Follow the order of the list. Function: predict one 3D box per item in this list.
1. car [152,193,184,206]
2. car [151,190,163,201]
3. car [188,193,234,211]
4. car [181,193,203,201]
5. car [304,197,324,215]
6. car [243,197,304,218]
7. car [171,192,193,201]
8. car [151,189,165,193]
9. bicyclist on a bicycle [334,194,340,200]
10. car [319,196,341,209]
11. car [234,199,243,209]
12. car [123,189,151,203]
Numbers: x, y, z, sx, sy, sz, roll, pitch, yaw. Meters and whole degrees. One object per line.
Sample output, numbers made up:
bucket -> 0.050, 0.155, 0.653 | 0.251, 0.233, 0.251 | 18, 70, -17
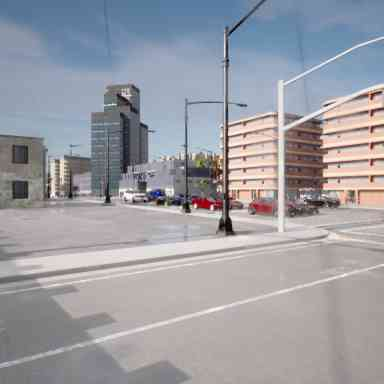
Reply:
car -> -3.156, 1.157, 44.400 | 1.994, 1.385, 4.181 | 0, 1, -34
car -> -7.294, 0.877, 56.725 | 1.837, 1.490, 4.892 | 0, 1, -34
car -> 1.968, 1.229, 36.891 | 1.882, 1.535, 5.008 | 0, 1, -34
car -> 0.023, 0.927, 64.889 | 1.895, 1.301, 4.718 | 0, 1, -34
car -> 9.496, 1.413, 32.090 | 2.033, 1.411, 5.357 | 0, 1, -35
car -> 7.115, 1.231, 29.382 | 2.097, 1.767, 4.553 | 0, 1, -34
car -> -1.907, 0.862, 61.431 | 1.837, 1.490, 4.892 | 0, 1, -34
car -> -7.565, 0.334, 69.601 | 2.150, 2.045, 5.566 | 0, 1, -34
bicyclist on a bicycle -> 19.984, 1.094, 45.971 | 1.656, 1.620, 0.582 | 0, 1, -34
car -> 16.033, 1.296, 41.474 | 2.128, 1.511, 4.902 | 0, 1, -34
car -> 4.148, 1.256, 39.910 | 1.812, 1.442, 4.674 | 0, 1, -34
car -> -9.121, 0.627, 53.177 | 2.150, 2.045, 5.566 | 0, 1, -33
